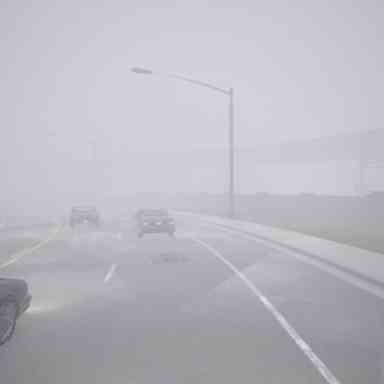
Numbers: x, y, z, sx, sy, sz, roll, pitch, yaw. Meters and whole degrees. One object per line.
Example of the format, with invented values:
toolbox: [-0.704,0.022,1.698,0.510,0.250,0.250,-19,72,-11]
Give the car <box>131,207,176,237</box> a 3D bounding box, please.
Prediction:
car: [-2.241,1.545,18.257,2.033,1.411,5.357,0,0,-15]

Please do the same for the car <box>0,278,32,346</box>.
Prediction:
car: [-3.567,1.561,3.242,2.033,1.411,5.357,0,0,-3]

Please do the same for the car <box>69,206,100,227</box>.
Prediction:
car: [-7.735,1.642,23.677,1.895,1.301,4.718,-1,0,-21]
